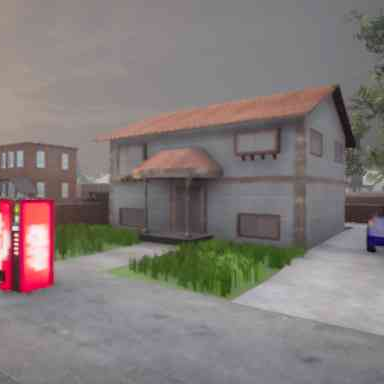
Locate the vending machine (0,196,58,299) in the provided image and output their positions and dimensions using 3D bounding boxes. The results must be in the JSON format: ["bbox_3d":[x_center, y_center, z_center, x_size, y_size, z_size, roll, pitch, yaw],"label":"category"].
[{"bbox_3d":[-3.792,1.157,7.556,0.880,2.100,1.100,0,0,35],"label":"vending machine"}]

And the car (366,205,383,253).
[{"bbox_3d":[6.893,1.130,10.962,1.845,1.501,3.633,0,0,36],"label":"car"}]

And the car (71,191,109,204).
[{"bbox_3d":[-7.223,0.871,23.799,3.866,1.878,1.905,0,0,36],"label":"car"}]
